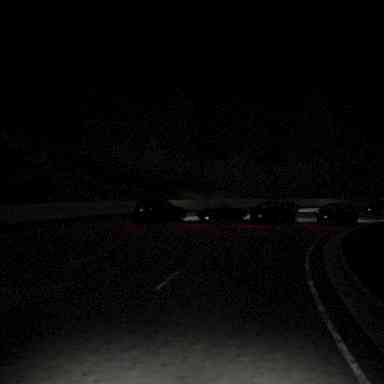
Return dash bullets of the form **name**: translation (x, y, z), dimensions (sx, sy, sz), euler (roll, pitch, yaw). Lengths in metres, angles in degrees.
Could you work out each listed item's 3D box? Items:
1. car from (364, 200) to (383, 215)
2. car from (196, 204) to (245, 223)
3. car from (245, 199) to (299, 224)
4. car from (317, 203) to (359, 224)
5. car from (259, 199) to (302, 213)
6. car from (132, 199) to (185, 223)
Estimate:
- **car**: translation (20.972, 1.638, 36.314), dimensions (4.892, 1.490, 1.837), euler (0, 0, -26)
- **car**: translation (2.415, 1.608, 25.855), dimensions (1.895, 1.301, 4.718), euler (0, 0, 37)
- **car**: translation (6.249, 1.512, 25.045), dimensions (1.882, 1.535, 5.008), euler (0, 0, 38)
- **car**: translation (11.046, 1.593, 25.206), dimensions (1.812, 1.442, 4.674), euler (0, 0, 43)
- **car**: translation (10.307, 1.549, 38.487), dimensions (4.902, 1.511, 2.128), euler (0, 0, -36)
- **car**: translation (-2.444, 1.325, 25.315), dimensions (2.097, 1.767, 4.553), euler (1, 0, 32)
